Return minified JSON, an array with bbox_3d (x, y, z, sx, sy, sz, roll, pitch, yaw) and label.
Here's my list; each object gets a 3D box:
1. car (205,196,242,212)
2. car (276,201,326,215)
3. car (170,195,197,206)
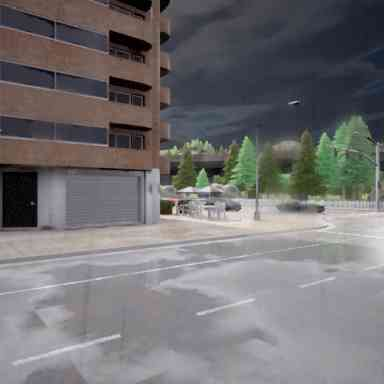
[{"bbox_3d":[3.501,1.297,37.594,2.097,1.767,4.553,0,0,-37],"label":"car"},{"bbox_3d":[10.895,1.545,33.422,1.895,1.301,4.718,0,0,-36],"label":"car"},{"bbox_3d":[-1.255,1.297,48.928,4.553,1.767,2.097,0,0,42],"label":"car"}]
